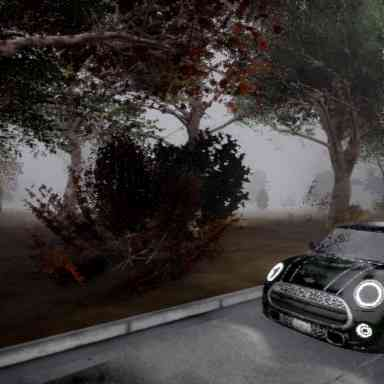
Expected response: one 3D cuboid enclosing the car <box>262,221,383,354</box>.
[{"bbox_3d":[3.415,1.381,6.215,4.553,1.767,2.097,0,0,-36],"label":"car"}]
